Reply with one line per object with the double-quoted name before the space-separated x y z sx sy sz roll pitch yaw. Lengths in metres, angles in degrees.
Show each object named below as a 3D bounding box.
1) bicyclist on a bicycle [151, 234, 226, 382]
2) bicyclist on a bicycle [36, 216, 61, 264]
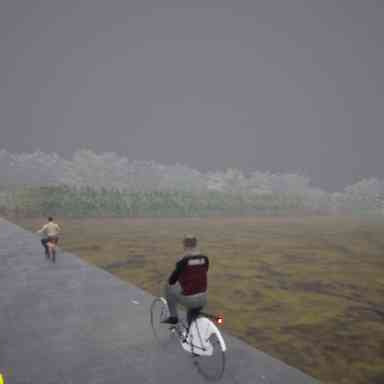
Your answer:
"bicyclist on a bicycle" -0.151 1.459 4.612 0.659 1.776 1.843 1 -1 -34
"bicyclist on a bicycle" -5.060 1.673 11.835 0.866 1.612 1.509 1 -1 -35
